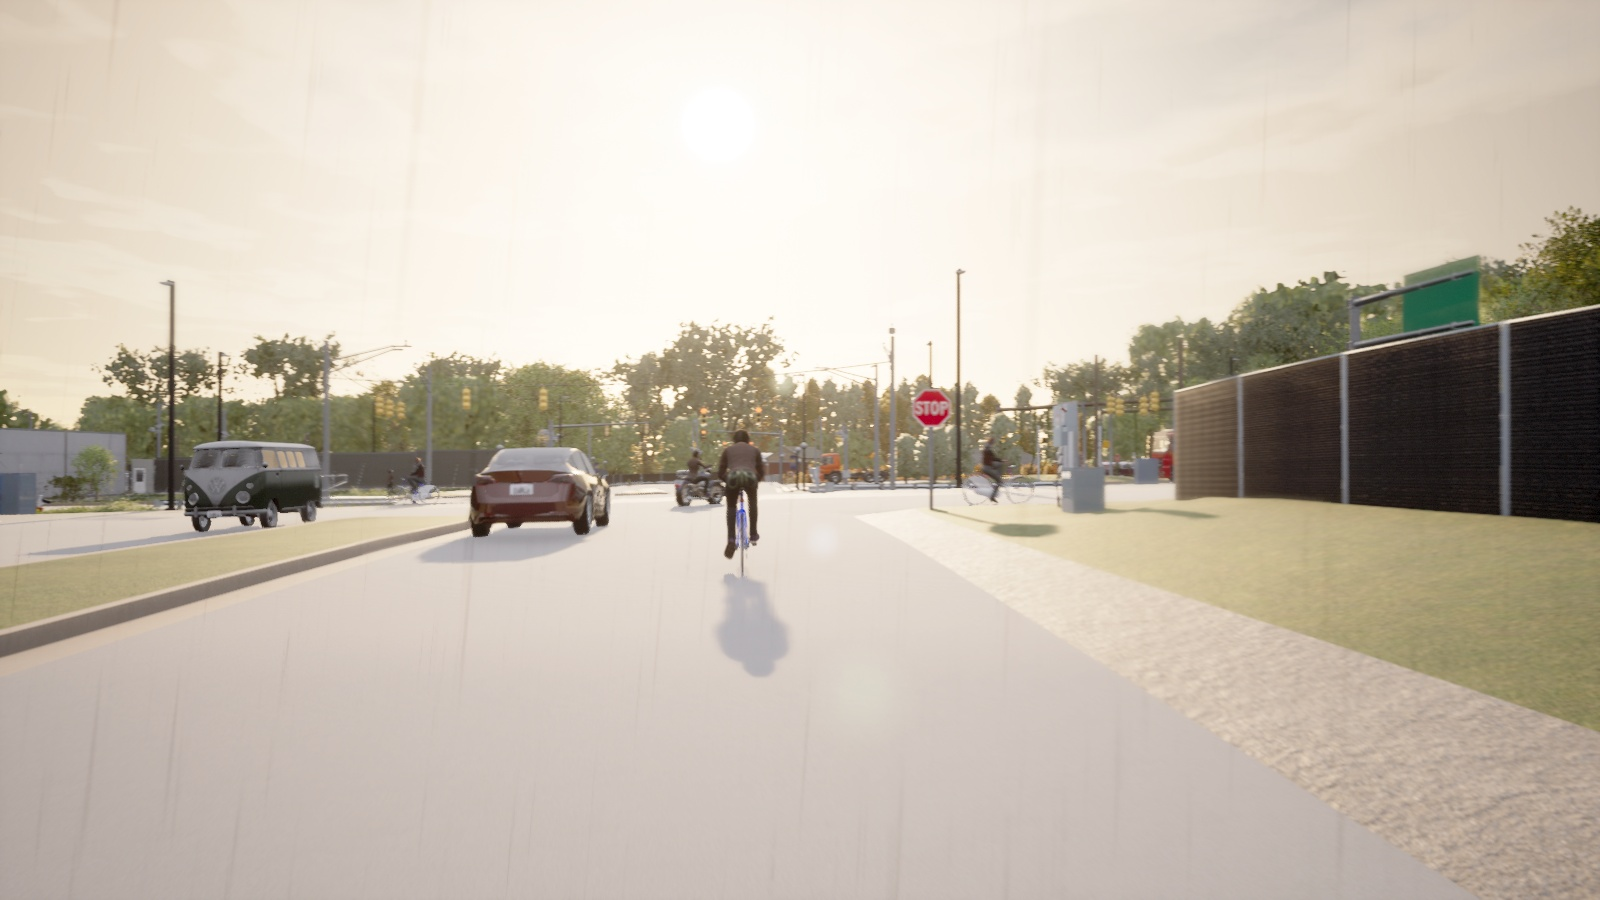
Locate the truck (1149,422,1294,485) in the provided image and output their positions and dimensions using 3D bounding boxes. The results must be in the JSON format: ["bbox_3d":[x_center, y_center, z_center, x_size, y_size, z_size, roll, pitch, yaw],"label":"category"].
[{"bbox_3d":[27.561,0.248,82.336,8.468,3.827,2.891,-2,0,-3],"label":"truck"}]

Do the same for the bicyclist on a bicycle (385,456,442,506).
[{"bbox_3d":[-14.129,1.141,45.923,1.843,1.776,0.659,-1,-2,-2],"label":"bicyclist on a bicycle"}]

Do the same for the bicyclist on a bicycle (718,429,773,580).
[{"bbox_3d":[-0.624,0.583,14.313,0.582,1.620,1.656,0,0,-2],"label":"bicyclist on a bicycle"}]

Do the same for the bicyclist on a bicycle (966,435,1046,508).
[{"bbox_3d":[5.193,0.530,31.717,1.843,1.776,0.659,-1,0,-9],"label":"bicyclist on a bicycle"}]

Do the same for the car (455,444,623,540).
[{"bbox_3d":[-4.485,0.696,22.353,2.163,1.488,4.792,-1,-1,-2],"label":"car"}]

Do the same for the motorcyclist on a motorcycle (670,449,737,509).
[{"bbox_3d":[-2.760,0.811,36.105,0.766,1.649,2.350,0,0,29],"label":"motorcyclist on a motorcycle"}]

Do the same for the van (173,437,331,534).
[{"bbox_3d":[-12.393,0.782,28.720,1.775,1.987,4.442,-2,-1,-3],"label":"van"}]
